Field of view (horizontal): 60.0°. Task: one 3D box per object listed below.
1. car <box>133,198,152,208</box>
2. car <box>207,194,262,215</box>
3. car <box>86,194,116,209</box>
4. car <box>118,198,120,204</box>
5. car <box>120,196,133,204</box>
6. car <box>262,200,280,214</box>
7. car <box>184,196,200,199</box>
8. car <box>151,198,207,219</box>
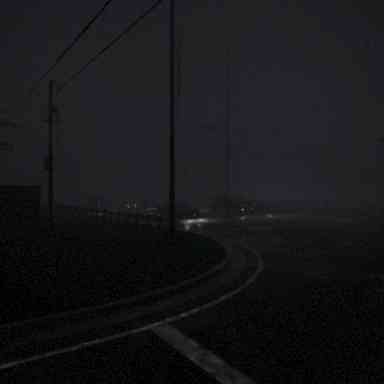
[{"bbox_3d":[-6.565,1.568,49.463,1.812,1.442,4.674,0,0,-36],"label":"car"},{"bbox_3d":[4.167,1.264,34.604,2.150,2.045,5.566,0,0,-36],"label":"car"},{"bbox_3d":[-13.135,1.251,46.584,2.150,2.045,5.566,0,0,-36],"label":"car"},{"bbox_3d":[-15.913,1.052,62.526,2.097,1.767,4.553,0,0,-36],"label":"car"},{"bbox_3d":[-12.438,1.527,63.669,1.882,1.535,5.008,0,0,-35],"label":"car"},{"bbox_3d":[7.315,1.527,36.219,1.882,1.535,5.008,0,0,-36],"label":"car"},{"bbox_3d":[0.241,1.401,46.007,2.097,1.767,4.553,0,0,-36],"label":"car"},{"bbox_3d":[-1.333,1.577,30.257,2.033,1.411,5.357,0,0,-36],"label":"car"}]
